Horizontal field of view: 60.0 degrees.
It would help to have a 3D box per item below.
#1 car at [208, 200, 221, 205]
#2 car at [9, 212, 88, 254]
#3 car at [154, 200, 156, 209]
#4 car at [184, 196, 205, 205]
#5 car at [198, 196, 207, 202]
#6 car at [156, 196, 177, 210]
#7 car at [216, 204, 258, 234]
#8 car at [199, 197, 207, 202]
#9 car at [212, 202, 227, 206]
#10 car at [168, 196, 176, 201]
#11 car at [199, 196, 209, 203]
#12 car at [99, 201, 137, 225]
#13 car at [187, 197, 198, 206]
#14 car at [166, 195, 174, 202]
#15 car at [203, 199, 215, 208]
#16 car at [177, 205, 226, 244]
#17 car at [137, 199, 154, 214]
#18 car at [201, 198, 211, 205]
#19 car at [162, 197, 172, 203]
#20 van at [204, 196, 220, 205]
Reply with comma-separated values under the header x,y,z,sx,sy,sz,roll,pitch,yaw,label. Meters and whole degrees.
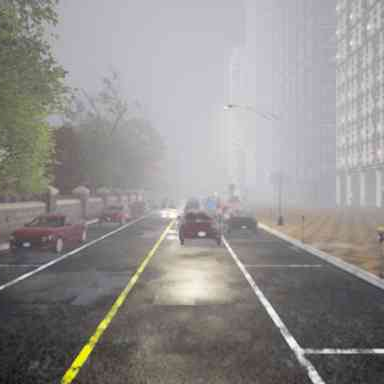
x,y,z,sx,sy,sz,roll,pitch,yaw,label
2.697,1.659,30.581,1.802,1.307,4.206,0,0,0,car
-5.687,1.577,13.686,1.887,1.381,4.507,0,0,0,car
-5.680,1.654,47.310,1.752,1.417,4.829,0,0,0,car
0.109,1.595,39.402,2.128,1.511,4.902,0,0,0,car
2.708,1.828,86.903,2.008,1.369,4.403,0,0,0,car
-3.064,1.609,43.956,2.128,1.511,4.902,0,0,0,car
2.694,1.598,19.317,2.008,1.369,4.403,0,0,0,car
2.706,1.834,81.271,1.802,1.307,4.206,0,0,0,car
2.696,1.643,24.949,1.802,1.307,4.206,0,0,0,car
-5.671,1.869,92.536,1.947,1.339,4.313,0,0,0,car
2.706,1.669,75.640,1.967,1.590,4.097,0,0,0,car
-5.685,1.606,24.951,1.887,1.381,4.507,0,0,0,car
0.114,1.683,61.360,1.837,1.490,4.892,0,0,0,car
-5.672,1.717,86.905,1.967,1.590,4.097,0,0,0,car
2.701,1.731,53.110,1.802,1.307,4.206,0,0,0,car
0.279,1.564,15.956,1.812,1.442,4.674,0,0,-3,car
-5.682,1.638,36.215,1.887,1.381,4.507,0,0,0,car
2.704,1.770,64.375,1.802,1.307,4.206,0,0,0,car
-5.674,1.795,75.641,1.947,1.339,4.313,0,0,0,car
2.699,1.452,41.847,1.690,1.788,3.998,0,0,0,van
